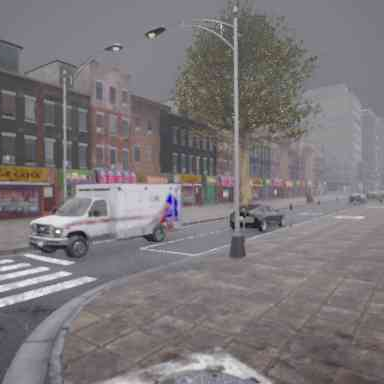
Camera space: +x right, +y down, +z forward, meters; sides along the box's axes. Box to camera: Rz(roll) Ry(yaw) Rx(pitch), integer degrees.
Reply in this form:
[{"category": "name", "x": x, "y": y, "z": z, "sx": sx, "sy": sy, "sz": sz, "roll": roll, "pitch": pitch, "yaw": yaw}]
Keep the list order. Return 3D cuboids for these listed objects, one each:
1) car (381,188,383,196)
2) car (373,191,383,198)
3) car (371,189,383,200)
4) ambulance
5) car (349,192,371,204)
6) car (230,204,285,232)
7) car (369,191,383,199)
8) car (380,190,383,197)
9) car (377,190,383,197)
[{"category": "car", "x": 47.059, "y": -0.010, "z": 79.995, "sx": 2.192, "sy": 1.841, "sz": 5.009, "roll": 0, "pitch": 1, "yaw": 35}, {"category": "car", "x": 37.750, "y": 0.471, "z": 66.731, "sx": 1.947, "sy": 1.339, "sz": 4.313, "roll": 0, "pitch": 1, "yaw": 35}, {"category": "car", "x": 31.543, "y": 0.608, "z": 57.886, "sx": 2.008, "sy": 1.369, "sz": 4.403, "roll": 0, "pitch": 1, "yaw": 35}, {"category": "ambulance", "x": -3.035, "y": 0.912, "z": 13.231, "sx": 2.351, "sy": 2.431, "sz": 6.366, "roll": -1, "pitch": 0, "yaw": 35}, {"category": "car", "x": 22.233, "y": 0.836, "z": 44.620, "sx": 2.008, "sy": 1.369, "sz": 4.403, "roll": 0, "pitch": 1, "yaw": 35}, {"category": "car", "x": 3.614, "y": 1.306, "z": 18.087, "sx": 1.947, "sy": 1.339, "sz": 4.313, "roll": 0, "pitch": 1, "yaw": 35}, {"category": "car", "x": 34.647, "y": 0.547, "z": 62.309, "sx": 1.947, "sy": 1.339, "sz": 4.313, "roll": 0, "pitch": 1, "yaw": 35}, {"category": "car", "x": 43.957, "y": 0.333, "z": 75.576, "sx": 1.802, "sy": 1.307, "sz": 4.206, "roll": 0, "pitch": 1, "yaw": 35}, {"category": "car", "x": 40.951, "y": 0.351, "z": 71.292, "sx": 1.752, "sy": 1.417, "sz": 4.829, "roll": 0, "pitch": 1, "yaw": 35}]
